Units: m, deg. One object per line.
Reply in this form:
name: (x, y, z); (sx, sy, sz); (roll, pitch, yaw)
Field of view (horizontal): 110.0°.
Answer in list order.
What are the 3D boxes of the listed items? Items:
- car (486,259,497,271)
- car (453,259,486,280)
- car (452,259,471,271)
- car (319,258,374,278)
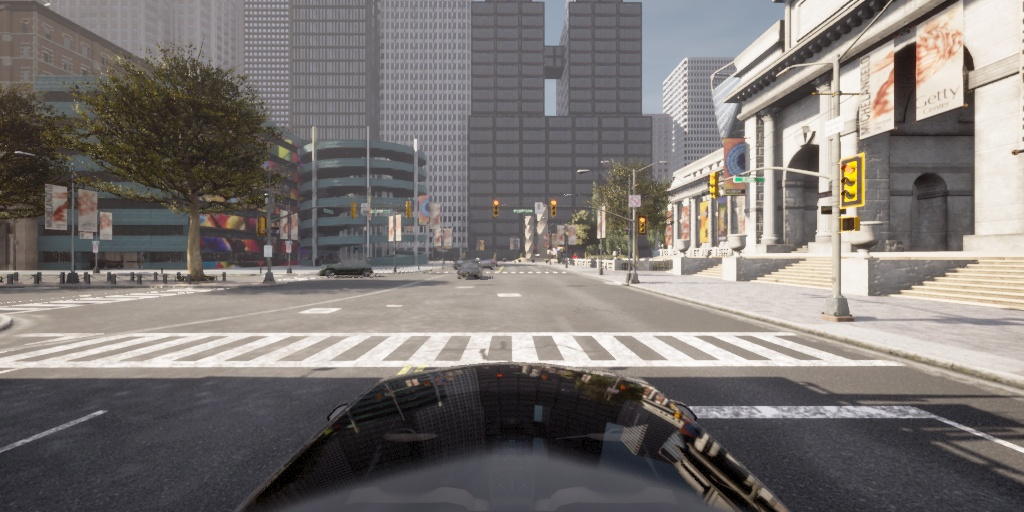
car: (-3.578, 1.297, 50.868); (2.033, 1.411, 5.357); (0, 0, 0)
car: (-3.587, 1.255, 31.122); (1.837, 1.490, 4.892); (0, 0, 0)
car: (-7.077, 1.228, 50.639); (1.882, 1.535, 5.008); (0, 0, 0)
car: (-15.318, 1.102, 33.268); (4.553, 1.767, 2.097); (0, 0, -27)
